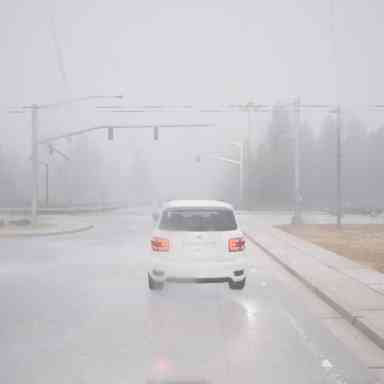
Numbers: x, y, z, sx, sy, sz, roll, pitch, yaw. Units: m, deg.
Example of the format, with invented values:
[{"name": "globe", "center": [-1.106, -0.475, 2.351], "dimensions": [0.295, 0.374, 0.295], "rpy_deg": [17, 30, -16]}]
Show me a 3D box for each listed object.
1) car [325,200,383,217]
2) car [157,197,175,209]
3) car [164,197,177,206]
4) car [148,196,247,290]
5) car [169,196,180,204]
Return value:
[{"name": "car", "center": [14.897, 1.518, 30.628], "dimensions": [4.902, 1.511, 2.128], "rpy_deg": [0, 0, 1]}, {"name": "car", "center": [-3.589, 1.492, 46.178], "dimensions": [2.128, 1.511, 4.902], "rpy_deg": [0, 0, 0]}, {"name": "car", "center": [-3.564, 1.564, 56.019], "dimensions": [1.994, 1.385, 4.181], "rpy_deg": [0, 0, 0]}, {"name": "car", "center": [0.066, 1.218, 9.220], "dimensions": [2.150, 2.045, 5.566], "rpy_deg": [0, 0, -2]}, {"name": "car", "center": [-3.438, 1.564, 65.885], "dimensions": [1.994, 1.385, 4.181], "rpy_deg": [0, 0, 1]}]
